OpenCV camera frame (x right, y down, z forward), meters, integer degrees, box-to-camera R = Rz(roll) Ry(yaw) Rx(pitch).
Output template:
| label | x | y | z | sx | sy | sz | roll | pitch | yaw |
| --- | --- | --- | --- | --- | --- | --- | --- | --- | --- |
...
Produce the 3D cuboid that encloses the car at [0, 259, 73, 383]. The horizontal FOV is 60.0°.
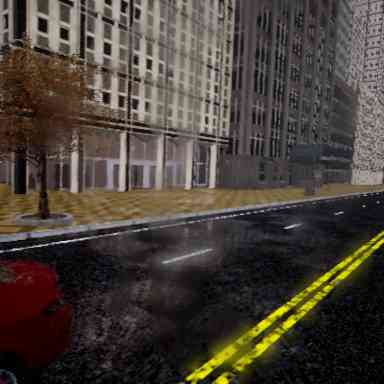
| label | x | y | z | sx | sy | sz | roll | pitch | yaw |
| --- | --- | --- | --- | --- | --- | --- | --- | --- | --- |
| car | -3.061 | 1.196 | 2.033 | 1.812 | 1.442 | 4.674 | 6 | 5 | 37 |
